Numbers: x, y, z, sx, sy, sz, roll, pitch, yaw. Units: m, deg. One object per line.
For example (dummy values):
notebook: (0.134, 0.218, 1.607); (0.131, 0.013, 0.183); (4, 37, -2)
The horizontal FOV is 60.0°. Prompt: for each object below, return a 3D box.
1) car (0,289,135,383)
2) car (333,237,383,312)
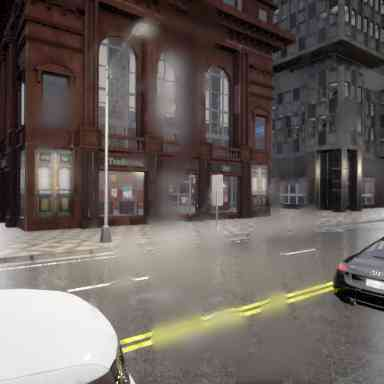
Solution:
car: (-2.920, 1.221, 1.352); (5.566, 2.045, 2.150); (0, 0, -36)
car: (4.817, 1.562, 6.893); (4.181, 1.385, 1.994); (0, 0, -35)
